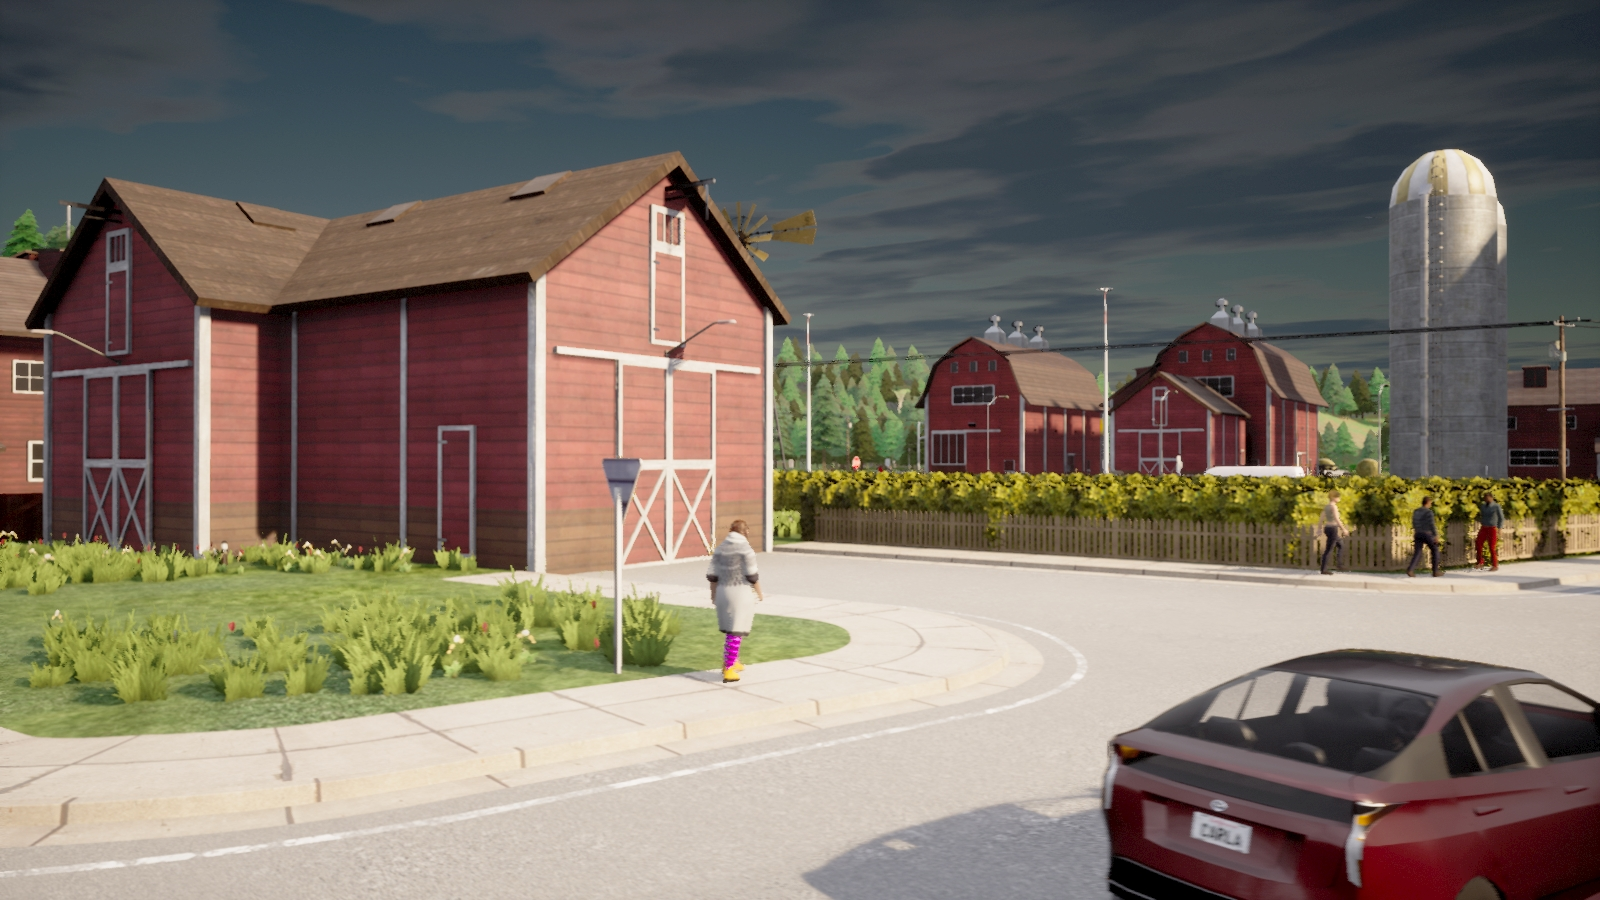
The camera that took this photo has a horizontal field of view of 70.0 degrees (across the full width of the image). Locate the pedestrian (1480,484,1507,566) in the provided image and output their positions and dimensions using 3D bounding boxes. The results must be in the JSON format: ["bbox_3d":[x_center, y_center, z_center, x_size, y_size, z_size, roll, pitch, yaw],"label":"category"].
[{"bbox_3d":[15.965,1.723,26.292,0.375,1.860,0.375,0,0,-24],"label":"pedestrian"}]

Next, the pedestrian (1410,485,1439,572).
[{"bbox_3d":[13.525,1.694,24.749,0.375,1.860,0.375,0,0,-15],"label":"pedestrian"}]

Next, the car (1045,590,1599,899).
[{"bbox_3d":[3.776,1.863,6.967,4.514,1.525,2.007,0,0,-37],"label":"car"}]

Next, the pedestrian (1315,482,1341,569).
[{"bbox_3d":[11.445,1.634,24.771,0.375,1.860,0.375,0,0,2],"label":"pedestrian"}]

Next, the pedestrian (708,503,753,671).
[{"bbox_3d":[-0.795,1.552,13.089,0.375,1.860,0.375,0,0,31],"label":"pedestrian"}]
